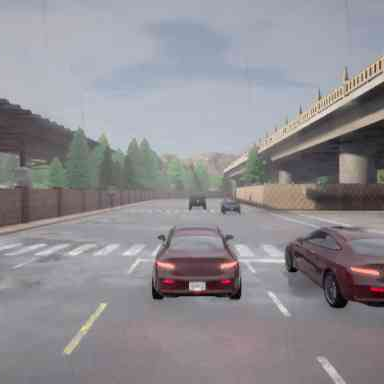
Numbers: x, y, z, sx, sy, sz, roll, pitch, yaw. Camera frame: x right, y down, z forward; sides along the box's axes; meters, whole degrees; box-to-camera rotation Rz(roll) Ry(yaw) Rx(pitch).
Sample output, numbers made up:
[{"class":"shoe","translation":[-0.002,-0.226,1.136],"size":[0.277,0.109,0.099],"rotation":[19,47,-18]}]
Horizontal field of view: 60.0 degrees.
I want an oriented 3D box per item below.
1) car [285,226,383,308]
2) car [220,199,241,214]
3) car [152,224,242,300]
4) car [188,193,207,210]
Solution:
[{"class":"car","translation":[3.595,1.523,7.773],"size":[1.812,1.442,4.674],"rotation":[0,0,0]},{"class":"car","translation":[4.071,1.480,35.725],"size":[2.128,1.511,4.902],"rotation":[0,0,1]},{"class":"car","translation":[0.094,1.523,8.273],"size":[1.812,1.442,4.674],"rotation":[0,0,0]},{"class":"car","translation":[0.726,1.208,43.337],"size":[2.150,2.045,5.566],"rotation":[0,0,1]}]
